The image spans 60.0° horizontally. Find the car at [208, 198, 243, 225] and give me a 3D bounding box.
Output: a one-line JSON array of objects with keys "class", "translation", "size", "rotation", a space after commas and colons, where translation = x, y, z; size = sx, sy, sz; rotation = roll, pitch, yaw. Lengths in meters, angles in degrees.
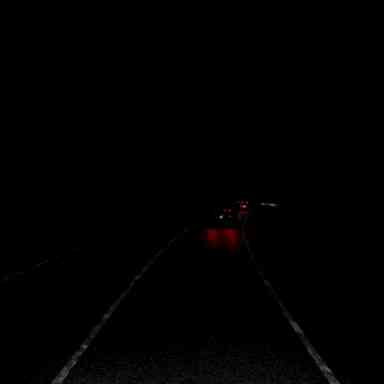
[{"class": "car", "translation": [2.299, 1.390, 23.621], "size": [2.128, 1.511, 4.902], "rotation": [1, 0, 10]}]

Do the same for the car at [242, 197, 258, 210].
[{"class": "car", "translation": [6.818, 1.388, 40.557], "size": [1.837, 1.490, 4.892], "rotation": [2, 0, 19]}]
